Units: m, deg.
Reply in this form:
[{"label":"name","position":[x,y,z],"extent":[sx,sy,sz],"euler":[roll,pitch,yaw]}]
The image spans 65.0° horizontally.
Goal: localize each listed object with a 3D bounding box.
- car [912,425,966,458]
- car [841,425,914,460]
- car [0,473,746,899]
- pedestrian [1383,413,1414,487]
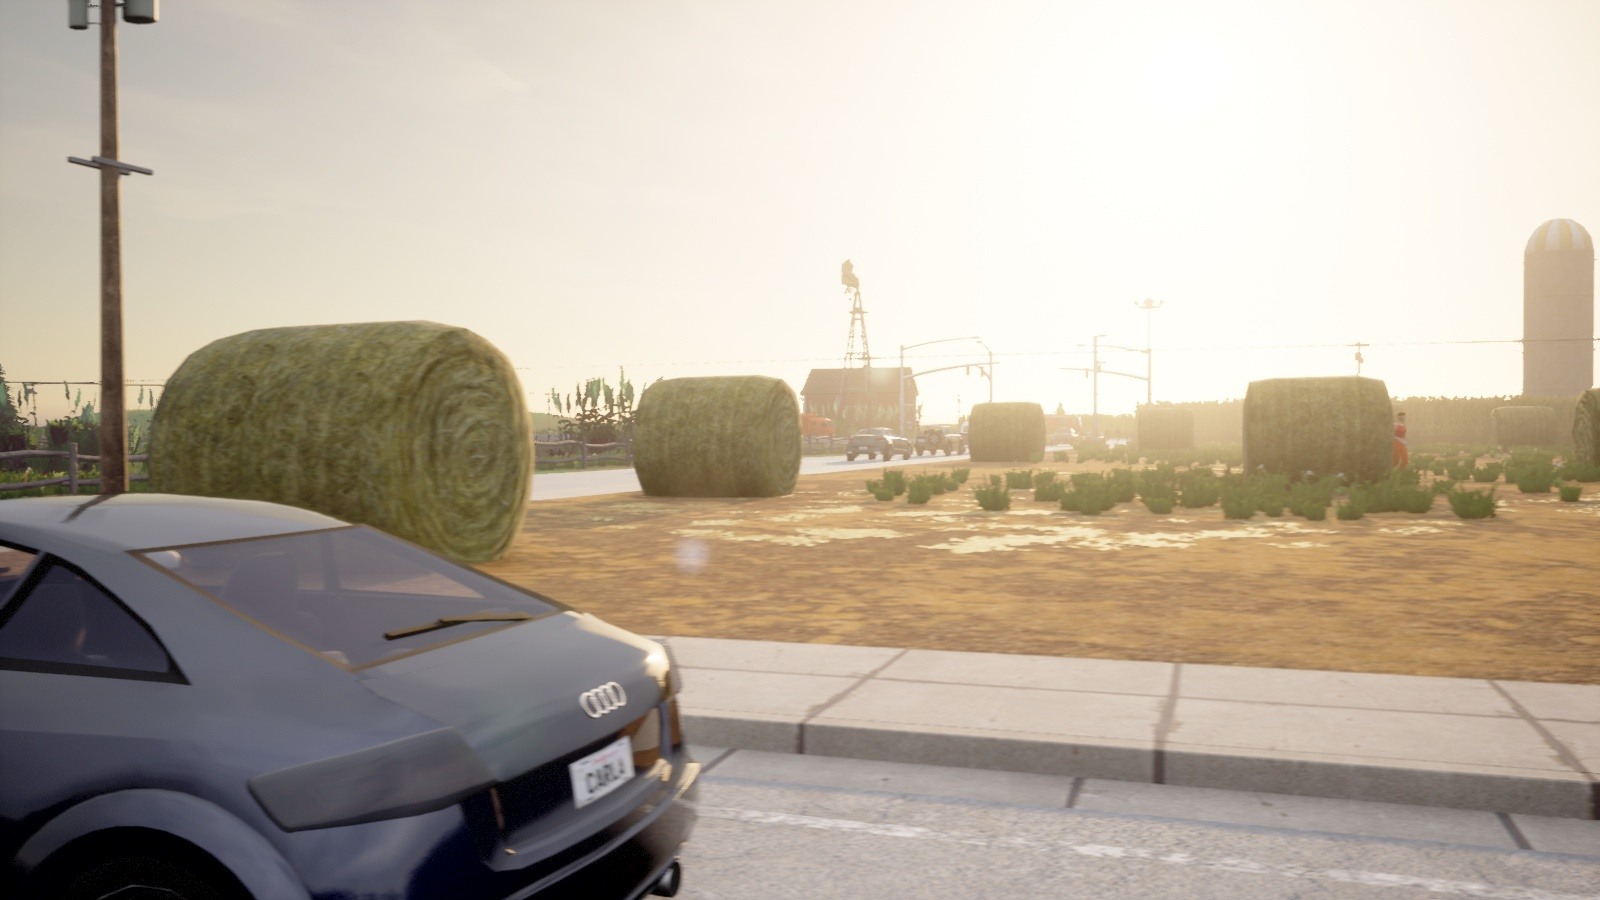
[{"label":"car","position":[8.073,-0.521,72.479],"extent":[1.932,1.855,4.605],"euler":[1,1,21]},{"label":"car","position":[3.878,-0.404,61.746],"extent":[2.152,1.651,5.027],"euler":[1,1,21]},{"label":"car","position":[-2.484,0.817,4.032],"extent":[4.181,1.385,1.994],"euler":[1,1,18]},{"label":"pedestrian","position":[15.071,0.002,31.632],"extent":[0.345,1.836,0.594],"euler":[0,1,-29]}]
